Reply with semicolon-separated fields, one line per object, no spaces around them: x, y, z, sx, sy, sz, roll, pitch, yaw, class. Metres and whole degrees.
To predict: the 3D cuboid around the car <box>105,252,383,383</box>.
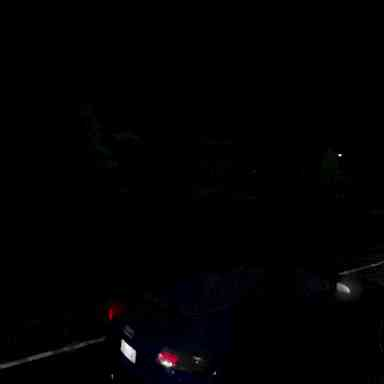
1.010;1.539;4.477;4.181;1.385;1.994;-1;0;-35;car
